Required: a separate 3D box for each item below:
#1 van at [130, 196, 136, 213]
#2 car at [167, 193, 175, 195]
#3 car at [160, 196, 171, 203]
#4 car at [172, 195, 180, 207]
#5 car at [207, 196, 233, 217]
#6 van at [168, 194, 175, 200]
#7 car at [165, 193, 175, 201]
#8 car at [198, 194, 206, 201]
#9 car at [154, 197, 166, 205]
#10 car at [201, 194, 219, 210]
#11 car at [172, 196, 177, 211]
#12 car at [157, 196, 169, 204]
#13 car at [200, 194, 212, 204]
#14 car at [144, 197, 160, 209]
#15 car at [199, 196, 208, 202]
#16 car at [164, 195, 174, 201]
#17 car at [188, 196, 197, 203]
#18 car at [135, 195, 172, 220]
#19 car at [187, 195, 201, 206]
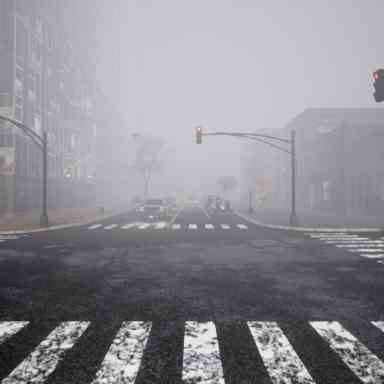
[{"bbox_3d":[-5.677,1.345,36.599,1.690,1.788,3.998,1,0,0],"label":"van"},{"bbox_3d":[-3.061,1.483,57.727,1.882,1.535,5.008,0,0,0],"label":"car"},{"bbox_3d":[-5.685,1.571,70.643,1.947,1.339,4.313,1,0,0],"label":"car"},{"bbox_3d":[-3.100,1.530,47.600,1.812,1.442,4.674,0,0,0],"label":"car"},{"bbox_3d":[2.702,1.444,30.964,1.967,1.590,4.097,1,0,0],"label":"car"},{"bbox_3d":[-5.684,1.347,93.338,1.690,1.788,3.998,1,0,0],"label":"van"},{"bbox_3d":[-5.682,1.321,87.665,2.192,1.841,5.009,1,0,0],"label":"car"},{"bbox_3d":[2.695,1.446,87.704,1.967,1.590,4.097,1,0,0],"label":"car"},{"bbox_3d":[-5.684,1.587,59.295,1.802,1.307,4.206,1,0,0],"label":"car"},{"bbox_3d":[2.703,1.320,42.312,2.192,1.841,5.009,1,0,0],"label":"car"},{"bbox_3d":[-3.104,1.552,37.581,2.033,1.411,5.357,0,0,0],"label":"car"},{"bbox_3d":[-5.685,1.571,64.969,1.947,1.339,4.313,1,0,0],"label":"car"},{"bbox_3d":[2.700,1.320,65.009,2.192,1.841,5.009,1,0,0],"label":"car"},{"bbox_3d":[-5.682,1.530,47.777,1.752,1.417,4.829,1,0,0],"label":"car"},{"bbox_3d":[2.694,1.571,76.357,1.947,1.339,4.313,1,0,0],"label":"car"},{"bbox_3d":[-5.686,1.556,81.990,2.008,1.369,4.403,1,0,0],"label":"car"},{"bbox_3d":[0.089,1.531,69.838,1.812,1.442,4.674,0,0,0],"label":"car"},{"bbox_3d":[-3.136,1.356,28.108,2.097,1.767,4.553,0,0,1],"label":"car"},{"bbox_3d":[0.096,1.606,55.462,1.895,1.301,4.718,0,0,0],"label":"car"}]
